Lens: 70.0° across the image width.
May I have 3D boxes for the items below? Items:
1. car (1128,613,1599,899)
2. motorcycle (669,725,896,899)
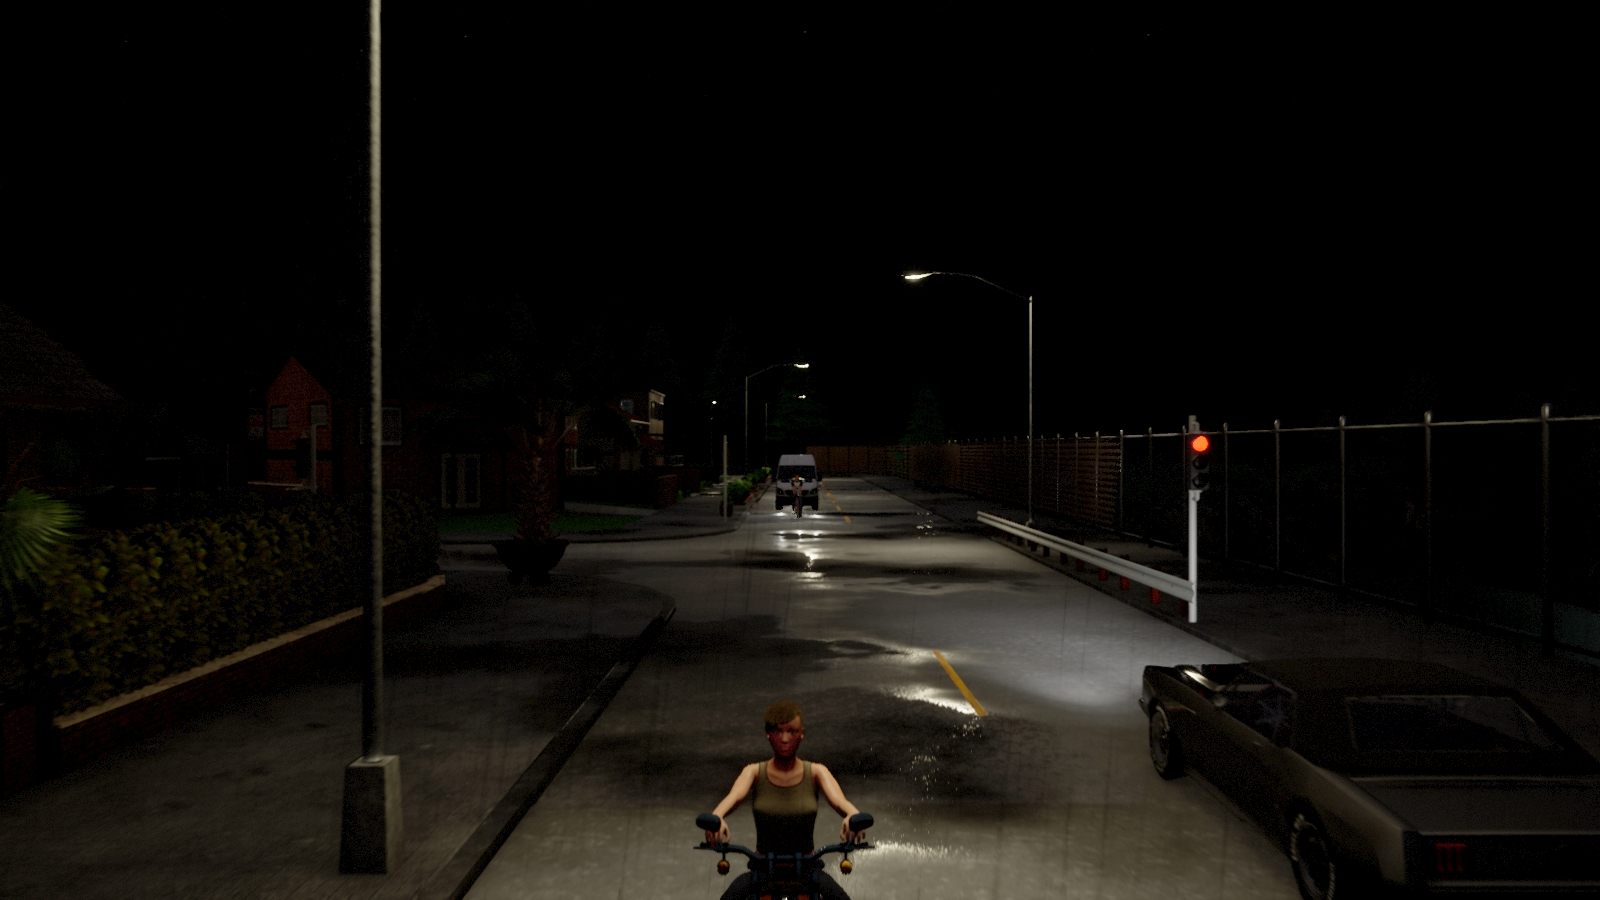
[{"bbox_3d":[3.969,2.148,8.150,1.895,1.301,4.718,0,0,0],"label":"car"},{"bbox_3d":[-0.068,2.150,5.020,0.764,1.307,2.356,0,0,-1],"label":"motorcycle"}]
